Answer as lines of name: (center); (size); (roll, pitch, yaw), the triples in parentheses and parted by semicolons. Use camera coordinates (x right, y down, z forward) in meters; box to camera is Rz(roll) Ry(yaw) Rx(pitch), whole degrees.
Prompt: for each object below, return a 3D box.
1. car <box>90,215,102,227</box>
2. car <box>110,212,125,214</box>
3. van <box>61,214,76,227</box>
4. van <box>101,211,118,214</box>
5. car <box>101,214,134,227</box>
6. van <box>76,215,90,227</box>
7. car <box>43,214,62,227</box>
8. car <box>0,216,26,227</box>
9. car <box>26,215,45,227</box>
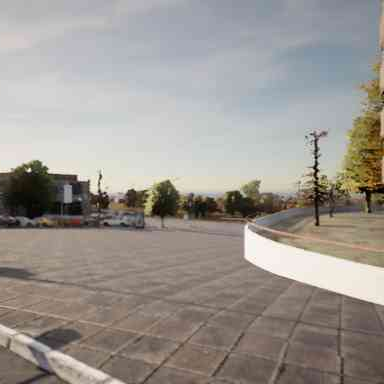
car: (-18.711, 5.249, 57.468); (4.892, 1.521, 2.231); (0, -5, 5)
car: (-20.317, 7.229, 90.513); (2.185, 1.767, 4.553); (0, 1, 10)
van: (-21.111, 4.463, 52.013); (4.442, 1.987, 1.878); (0, -6, 5)
van: (-22.897, 7.071, 92.183); (1.878, 1.987, 4.442); (0, 1, 10)
car: (-14.972, 5.838, 65.695); (5.566, 2.045, 2.435); (0, -5, 5)
van: (-19.854, 4.744, 54.754); (4.442, 1.987, 1.878); (0, -6, 5)
car: (-22.674, 4.401, 49.276); (5.366, 1.575, 1.946); (0, -5, 5)
car: (-24.992, 3.884, 43.775); (4.674, 1.452, 2.002); (0, -5, 5)
car: (-23.750, 4.165, 46.523); (4.674, 1.452, 2.002); (0, -6, 5)
